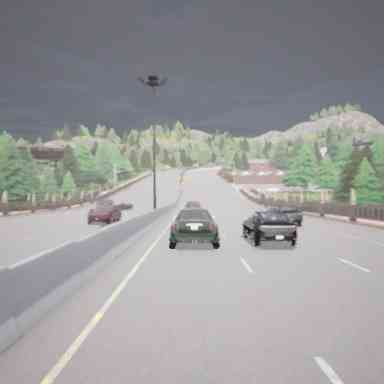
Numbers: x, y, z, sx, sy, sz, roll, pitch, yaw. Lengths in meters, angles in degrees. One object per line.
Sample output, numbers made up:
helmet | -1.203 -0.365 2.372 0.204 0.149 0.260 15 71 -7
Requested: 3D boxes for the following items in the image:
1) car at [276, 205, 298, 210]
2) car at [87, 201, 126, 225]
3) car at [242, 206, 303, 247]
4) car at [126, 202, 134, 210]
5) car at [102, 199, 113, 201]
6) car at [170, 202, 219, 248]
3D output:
car | 7.101 1.780 25.911 2.128 1.511 4.902 0 -1 0
car | -7.066 1.782 27.255 1.882 1.535 5.008 0 -1 0
car | 3.601 1.671 16.043 2.128 1.511 4.902 0 -1 0
car | -10.495 2.184 52.479 1.895 1.301 4.718 0 0 0
car | -13.995 1.958 54.416 2.097 1.767 4.553 0 0 0
car | 0.101 1.530 15.944 2.097 1.767 4.553 0 -1 0
